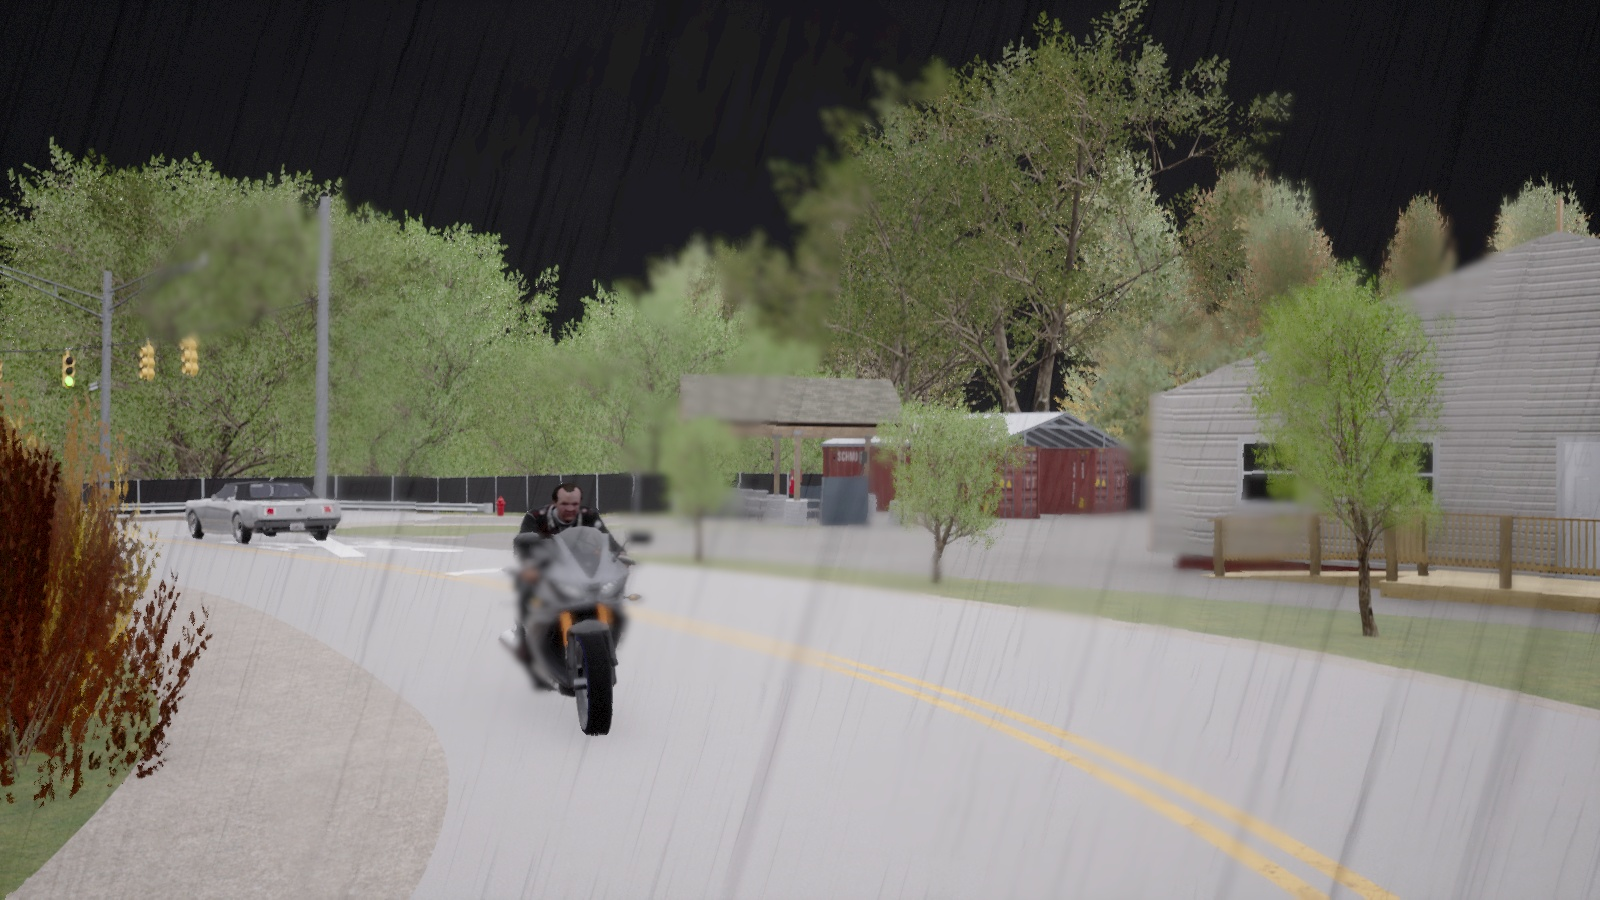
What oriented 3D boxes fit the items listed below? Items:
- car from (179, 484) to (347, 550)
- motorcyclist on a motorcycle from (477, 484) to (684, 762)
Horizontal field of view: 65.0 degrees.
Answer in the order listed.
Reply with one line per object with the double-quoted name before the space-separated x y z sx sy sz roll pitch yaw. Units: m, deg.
"car" -11.872 1.427 27.590 1.895 1.301 4.718 0 -2 -43
"motorcyclist on a motorcycle" -1.511 1.005 8.252 0.866 1.530 2.191 -1 -1 -22
